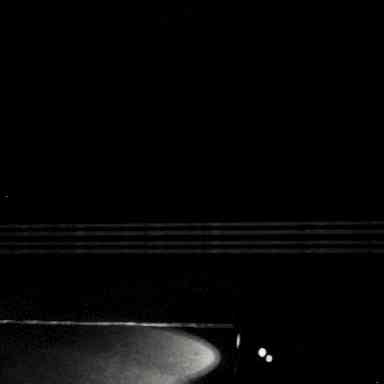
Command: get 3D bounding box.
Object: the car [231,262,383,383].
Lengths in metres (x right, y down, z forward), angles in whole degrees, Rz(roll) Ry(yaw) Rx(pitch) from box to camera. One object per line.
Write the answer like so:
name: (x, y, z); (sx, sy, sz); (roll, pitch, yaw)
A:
car: (2.526, 1.510, 3.674); (4.181, 1.385, 1.994); (-1, 0, 5)
